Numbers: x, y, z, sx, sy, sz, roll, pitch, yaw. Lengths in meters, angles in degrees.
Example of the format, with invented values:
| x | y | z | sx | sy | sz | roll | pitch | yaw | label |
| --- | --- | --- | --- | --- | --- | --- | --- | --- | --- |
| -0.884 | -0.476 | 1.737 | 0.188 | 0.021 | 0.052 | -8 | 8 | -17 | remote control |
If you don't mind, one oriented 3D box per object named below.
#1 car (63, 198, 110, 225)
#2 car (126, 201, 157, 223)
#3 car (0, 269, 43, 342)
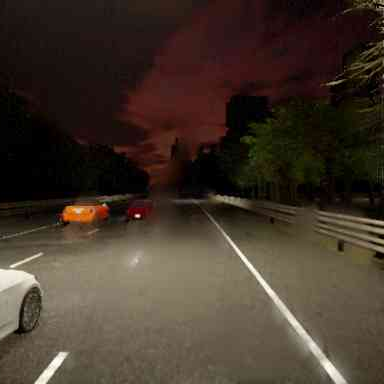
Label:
| x | y | z | sx | sy | sz | roll | pitch | yaw | label |
| --- | --- | --- | --- | --- | --- | --- | --- | --- | --- |
| -7.059 | 1.218 | 22.698 | 2.097 | 1.767 | 4.553 | 0 | 0 | -1 | car |
| -3.589 | 1.384 | 24.034 | 1.812 | 1.442 | 4.674 | 0 | 0 | -1 | car |
| -3.414 | 1.503 | 3.684 | 1.812 | 1.442 | 4.674 | 0 | 0 | 0 | car |
